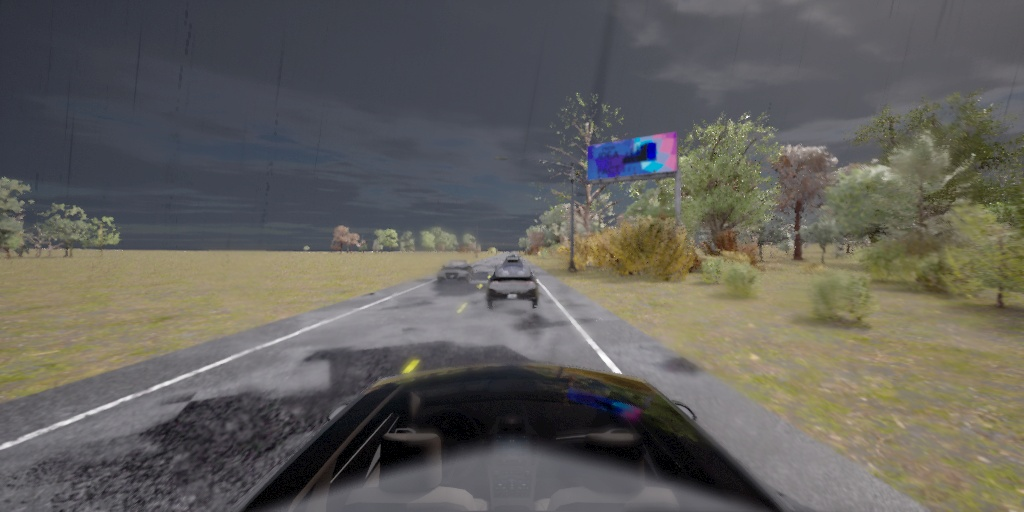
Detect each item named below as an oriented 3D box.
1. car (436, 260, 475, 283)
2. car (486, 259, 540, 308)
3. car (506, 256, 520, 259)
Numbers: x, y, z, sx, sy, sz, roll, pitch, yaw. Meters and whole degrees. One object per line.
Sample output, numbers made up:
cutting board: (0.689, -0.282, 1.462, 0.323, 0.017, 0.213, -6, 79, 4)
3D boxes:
car: (-3.541, 0.984, 23.174, 1.994, 1.385, 4.181, 0, 1, 1)
car: (0.044, 1.053, 14.038, 2.128, 1.511, 4.902, 0, 1, 0)
car: (0.089, 0.734, 35.344, 1.837, 1.490, 4.892, 0, 1, 0)
